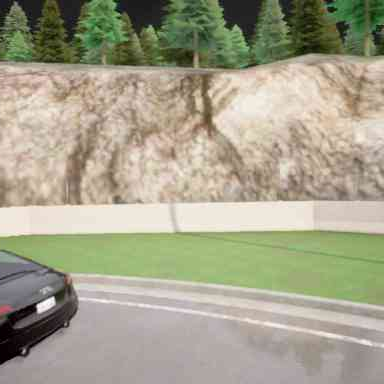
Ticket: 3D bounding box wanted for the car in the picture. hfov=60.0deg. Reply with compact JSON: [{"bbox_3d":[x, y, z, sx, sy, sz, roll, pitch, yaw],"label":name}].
[{"bbox_3d":[-3.879,1.487,4.886,4.181,1.385,1.994,-1,1,14],"label":"car"}]
